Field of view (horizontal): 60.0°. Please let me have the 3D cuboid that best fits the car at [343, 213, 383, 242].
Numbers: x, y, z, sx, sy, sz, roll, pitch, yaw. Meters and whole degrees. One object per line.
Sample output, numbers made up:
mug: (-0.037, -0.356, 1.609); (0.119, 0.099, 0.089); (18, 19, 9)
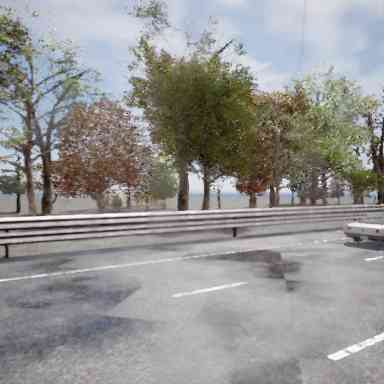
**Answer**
car: (9.044, 1.612, 14.951); (4.718, 1.301, 1.895); (0, 0, -31)
